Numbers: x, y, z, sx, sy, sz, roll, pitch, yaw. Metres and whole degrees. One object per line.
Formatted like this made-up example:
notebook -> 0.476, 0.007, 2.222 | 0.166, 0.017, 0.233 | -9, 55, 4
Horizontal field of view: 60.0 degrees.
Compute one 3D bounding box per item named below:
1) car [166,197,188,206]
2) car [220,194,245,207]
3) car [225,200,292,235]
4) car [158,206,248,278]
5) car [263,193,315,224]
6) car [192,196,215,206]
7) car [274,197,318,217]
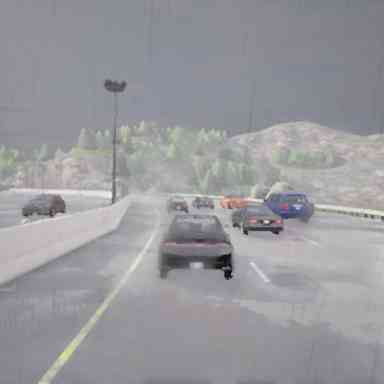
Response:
car -> -1.437, 1.197, 31.516 | 1.812, 1.442, 4.674 | 1, 1, -7
car -> 4.684, 1.039, 37.921 | 2.097, 1.767, 4.553 | 1, 0, -8
car -> 3.340, 1.413, 18.018 | 2.033, 1.411, 5.357 | 1, 1, -3
car -> 0.089, 1.395, 9.794 | 2.128, 1.511, 4.902 | 1, 1, -1
car -> 6.450, 1.074, 23.577 | 2.150, 2.045, 5.566 | 1, 1, -4
car -> 1.211, 1.193, 37.680 | 2.033, 1.411, 5.357 | 1, 1, -9
car -> 9.283, 1.301, 30.196 | 1.882, 1.535, 5.008 | 1, 1, -6
